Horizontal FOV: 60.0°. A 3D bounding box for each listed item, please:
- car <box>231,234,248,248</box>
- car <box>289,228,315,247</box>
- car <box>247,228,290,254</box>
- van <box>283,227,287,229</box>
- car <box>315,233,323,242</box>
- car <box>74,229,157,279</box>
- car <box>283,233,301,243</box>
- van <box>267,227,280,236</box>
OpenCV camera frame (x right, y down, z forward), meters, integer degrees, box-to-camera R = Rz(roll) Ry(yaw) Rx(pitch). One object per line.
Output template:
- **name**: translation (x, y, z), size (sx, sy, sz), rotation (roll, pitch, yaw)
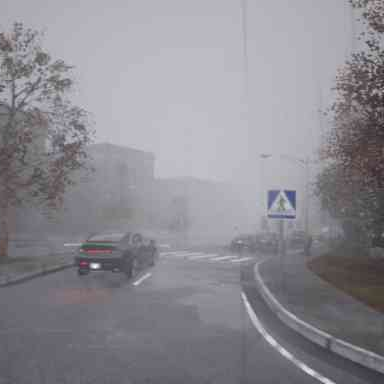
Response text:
- **car**: translation (5.339, 4.853, 32.647), size (1.994, 1.385, 4.181), rotation (0, -7, 26)
- **car**: translation (14.444, 6.200, 44.006), size (2.150, 2.045, 5.566), rotation (0, -5, 26)
- **car**: translation (6.524, 4.173, 27.873), size (2.097, 1.767, 4.553), rotation (0, -7, 26)
- **van**: translation (22.090, 9.978, 84.935), size (1.878, 1.987, 4.442), rotation (0, -5, 27)
- **car**: translation (22.829, 8.235, 60.906), size (1.882, 1.535, 5.008), rotation (0, -5, 26)
- **car**: translation (-2.578, 2.152, 12.269), size (1.837, 1.490, 4.892), rotation (1, -5, 7)
- **car**: translation (16.849, 7.635, 55.938), size (2.033, 1.411, 5.357), rotation (0, -5, 26)
- **van**: translation (19.607, 9.468, 80.001), size (1.878, 1.987, 4.442), rotation (0, -5, 27)
